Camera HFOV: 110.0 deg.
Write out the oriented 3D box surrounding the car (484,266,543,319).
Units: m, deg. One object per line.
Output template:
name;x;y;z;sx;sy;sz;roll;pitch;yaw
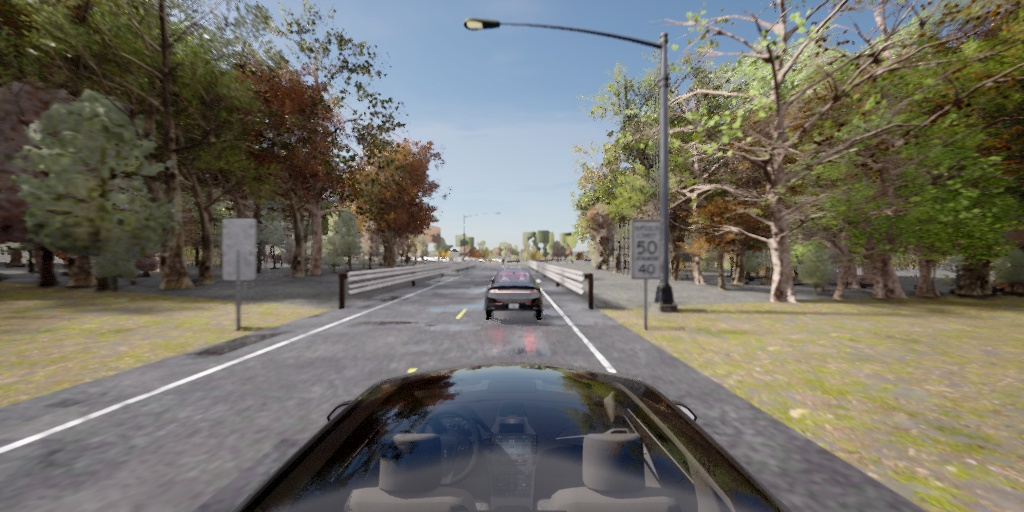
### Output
car;0.066;1.259;12.900;2.128;1.511;4.902;0;0;0
